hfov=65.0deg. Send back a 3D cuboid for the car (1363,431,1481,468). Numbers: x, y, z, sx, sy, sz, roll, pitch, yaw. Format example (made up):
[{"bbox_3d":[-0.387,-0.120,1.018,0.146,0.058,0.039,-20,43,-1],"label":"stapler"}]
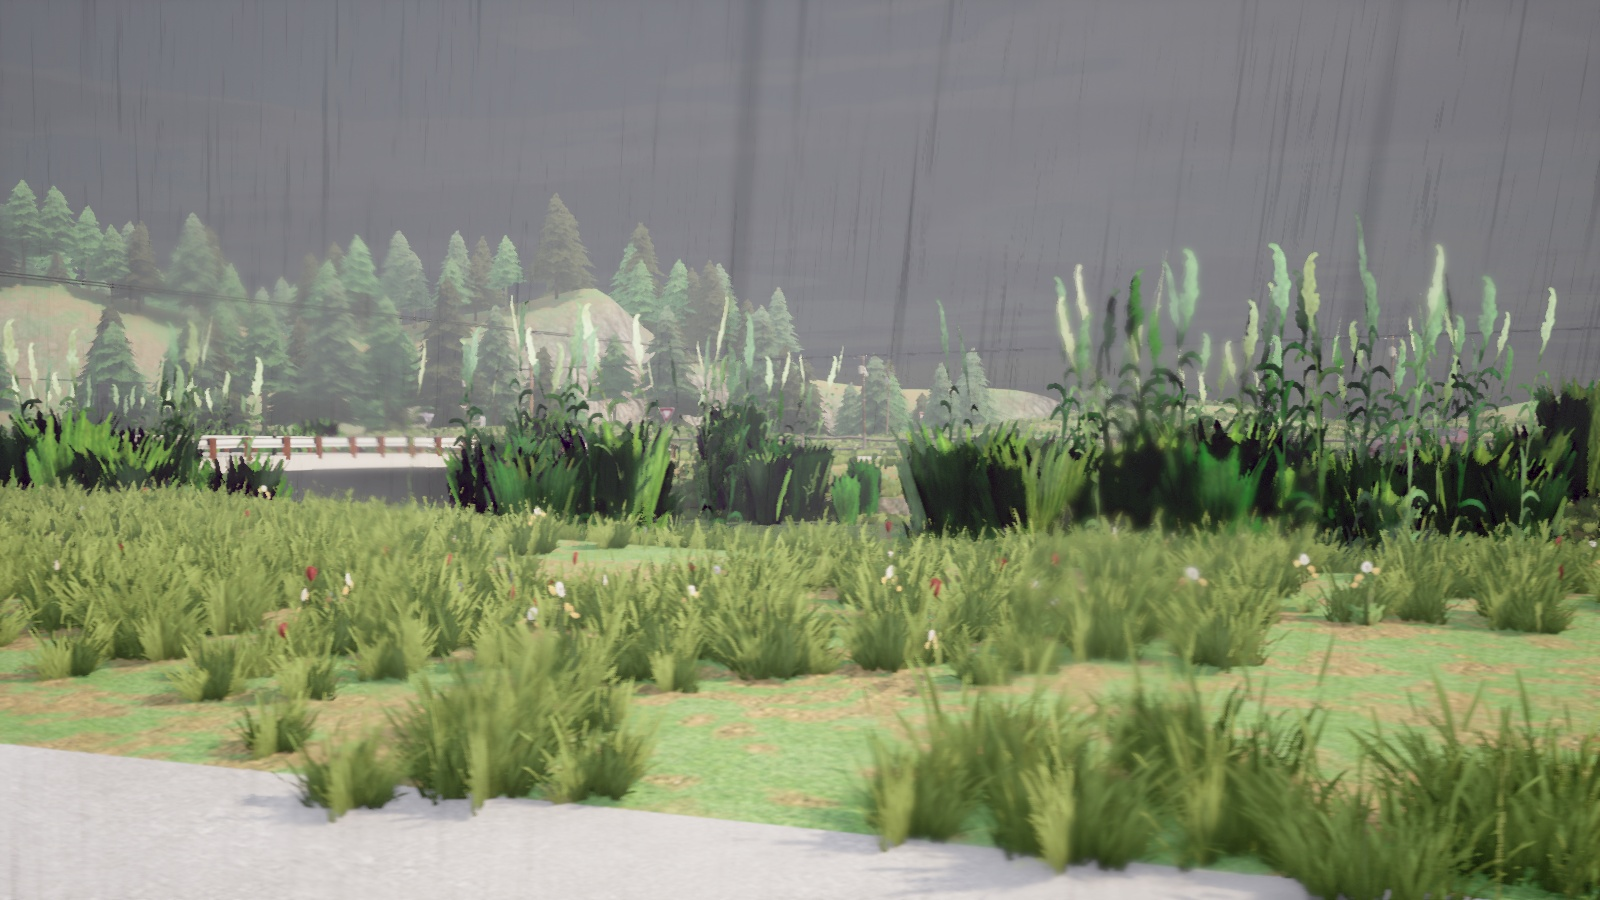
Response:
[{"bbox_3d":[29.051,-0.062,58.841,4.856,1.649,2.033,1,1,24],"label":"car"}]
